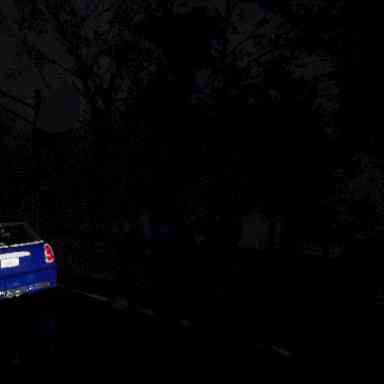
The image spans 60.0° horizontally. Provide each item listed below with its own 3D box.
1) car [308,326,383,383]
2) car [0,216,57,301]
[{"bbox_3d":[2.960,1.614,1.575,4.718,1.301,1.895,1,0,36],"label":"car"},{"bbox_3d":[-5.026,1.284,7.273,4.553,1.767,2.097,1,0,35],"label":"car"}]
